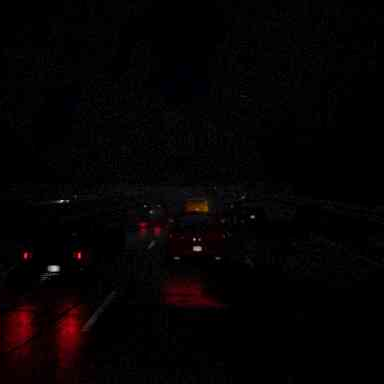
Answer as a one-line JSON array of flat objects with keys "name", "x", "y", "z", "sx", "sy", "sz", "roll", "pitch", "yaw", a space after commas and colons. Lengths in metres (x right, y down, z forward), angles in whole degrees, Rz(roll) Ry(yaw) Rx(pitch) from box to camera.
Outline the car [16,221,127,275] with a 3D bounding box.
[{"name": "car", "x": -3.341, "y": 1.560, "z": 10.319, "sx": 1.895, "sy": 1.301, "sz": 4.718, "roll": 0, "pitch": 0, "yaw": 1}]

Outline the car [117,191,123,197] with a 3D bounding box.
[{"name": "car", "x": -16.147, "y": 0.538, "z": 71.699, "sx": 2.128, "sy": 1.511, "sz": 4.902, "roll": 0, "pitch": 1, "yaw": 1}]

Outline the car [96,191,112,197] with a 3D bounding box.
[{"name": "car", "x": -19.580, "y": 0.421, "z": 74.598, "sx": 2.033, "sy": 1.411, "sz": 5.357, "roll": 0, "pitch": 1, "yaw": 1}]

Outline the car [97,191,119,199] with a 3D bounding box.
[{"name": "car", "x": -13.192, "y": 1.021, "z": 51.282, "sx": 1.994, "sy": 1.385, "sz": 4.181, "roll": 0, "pitch": 1, "yaw": 2}]

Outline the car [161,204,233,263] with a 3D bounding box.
[{"name": "car", "x": 0.176, "y": 1.426, "z": 11.831, "sx": 1.882, "sy": 1.535, "sz": 5.008, "roll": 0, "pitch": 0, "yaw": 1}]

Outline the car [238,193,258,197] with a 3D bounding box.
[{"name": "car", "x": 7.550, "y": 1.096, "z": 42.415, "sx": 2.128, "sy": 1.511, "sz": 4.902, "roll": 0, "pitch": 1, "yaw": 3}]

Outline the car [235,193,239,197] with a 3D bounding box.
[{"name": "car", "x": 7.913, "y": 0.925, "z": 52.436, "sx": 1.837, "sy": 1.490, "sz": 4.892, "roll": 0, "pitch": 1, "yaw": 1}]

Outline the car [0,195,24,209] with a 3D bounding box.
[{"name": "car", "x": -17.213, "y": 1.286, "z": 29.828, "sx": 2.128, "sy": 1.511, "sz": 4.902, "roll": 0, "pitch": 1, "yaw": 1}]

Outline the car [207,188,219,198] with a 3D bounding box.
[{"name": "car", "x": 4.886, "y": 0.518, "z": 72.829, "sx": 2.033, "sy": 1.411, "sz": 5.357, "roll": 0, "pitch": 1, "yaw": 1}]

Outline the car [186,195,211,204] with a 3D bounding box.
[{"name": "car", "x": 0.497, "y": 1.260, "z": 30.082, "sx": 1.882, "sy": 1.535, "sz": 5.008, "roll": 0, "pitch": 1, "yaw": 1}]

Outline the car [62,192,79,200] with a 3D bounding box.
[{"name": "car", "x": -23.334, "y": 0.713, "z": 63.802, "sx": 2.128, "sy": 1.511, "sz": 4.902, "roll": 0, "pitch": 1, "yaw": 1}]

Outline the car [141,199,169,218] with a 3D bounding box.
[{"name": "car", "x": -3.051, "y": 1.301, "z": 27.957, "sx": 2.128, "sy": 1.511, "sz": 4.902, "roll": 0, "pitch": 1, "yaw": 1}]

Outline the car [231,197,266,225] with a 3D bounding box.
[{"name": "car", "x": 3.734, "y": 1.340, "z": 22.649, "sx": 1.882, "sy": 1.535, "sz": 5.008, "roll": 0, "pitch": 1, "yaw": 1}]
